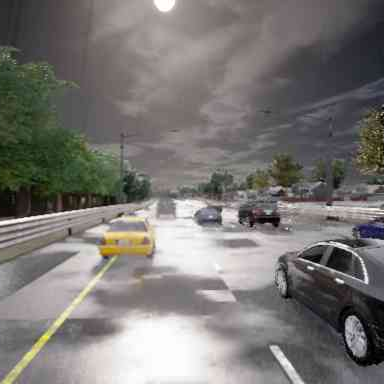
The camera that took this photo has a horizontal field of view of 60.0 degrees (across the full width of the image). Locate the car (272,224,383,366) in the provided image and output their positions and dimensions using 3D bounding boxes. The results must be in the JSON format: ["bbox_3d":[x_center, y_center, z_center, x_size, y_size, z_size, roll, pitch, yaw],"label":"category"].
[{"bbox_3d":[3.004,1.584,5.964,1.837,1.490,4.892,0,-1,-4],"label":"car"}]

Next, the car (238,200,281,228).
[{"bbox_3d":[5.070,1.633,25.658,2.150,2.045,5.566,0,-1,-4],"label":"car"}]

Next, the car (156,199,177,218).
[{"bbox_3d":[-2.884,1.867,37.811,2.150,2.045,5.566,0,-1,-4],"label":"car"}]

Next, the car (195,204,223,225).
[{"bbox_3d":[1.345,2.018,28.561,1.994,1.385,4.181,0,-1,-4],"label":"car"}]

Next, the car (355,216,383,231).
[{"bbox_3d":[9.336,1.779,15.310,1.812,1.442,4.674,0,-1,-4],"label":"car"}]

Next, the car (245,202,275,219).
[{"bbox_3d":[7.672,2.036,38.006,2.097,1.767,4.553,0,-1,-4],"label":"car"}]

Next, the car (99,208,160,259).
[{"bbox_3d":[-2.369,1.630,13.252,1.801,1.575,5.366,0,-1,-4],"label":"car"}]
